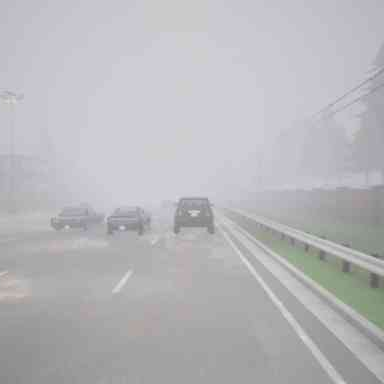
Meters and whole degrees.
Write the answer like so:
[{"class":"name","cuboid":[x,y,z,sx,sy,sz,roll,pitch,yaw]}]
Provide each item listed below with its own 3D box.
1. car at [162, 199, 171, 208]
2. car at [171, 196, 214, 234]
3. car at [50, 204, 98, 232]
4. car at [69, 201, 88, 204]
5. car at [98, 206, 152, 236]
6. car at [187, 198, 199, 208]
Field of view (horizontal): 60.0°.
[{"class":"car","cuboid":[-3.378,1.662,49.392,1.994,1.385,4.181,0,0,0]},{"class":"car","cuboid":[0.110,1.261,19.757,2.150,2.045,5.566,0,0,0]},{"class":"car","cuboid":[-6.892,1.642,20.595,1.895,1.301,4.718,0,0,0]},{"class":"car","cuboid":[-10.383,1.587,30.580,1.812,1.442,4.674,0,0,0]},{"class":"car","cuboid":[-3.394,1.529,18.637,2.128,1.511,4.902,0,0,0]},{"class":"car","cuboid":[0.125,1.628,52.069,1.812,1.442,4.674,0,0,0]}]
